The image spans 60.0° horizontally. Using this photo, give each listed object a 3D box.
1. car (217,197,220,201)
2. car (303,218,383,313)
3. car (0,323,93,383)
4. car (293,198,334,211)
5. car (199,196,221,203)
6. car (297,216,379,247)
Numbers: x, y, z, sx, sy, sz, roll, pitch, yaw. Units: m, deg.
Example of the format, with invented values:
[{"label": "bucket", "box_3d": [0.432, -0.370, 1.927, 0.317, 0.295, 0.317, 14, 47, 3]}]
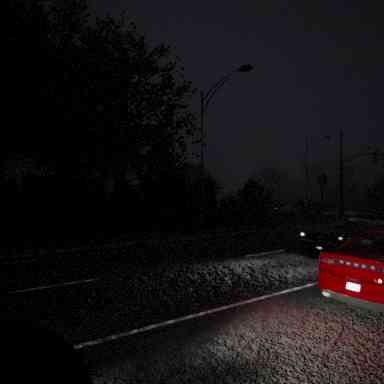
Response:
[{"label": "car", "box_3d": [3.925, 1.455, 56.649, 1.812, 1.442, 4.674, 0, 1, -32]}, {"label": "car", "box_3d": [4.783, 1.478, 7.136, 5.008, 1.535, 1.882, 0, 0, -35]}, {"label": "car", "box_3d": [-2.969, 1.492, 1.636, 4.902, 1.511, 2.128, 0, 0, -35]}, {"label": "car", "box_3d": [14.476, 1.478, 39.839, 1.882, 1.535, 5.008, 0, 0, -33]}, {"label": "car", "box_3d": [3.503, 1.450, 64.271, 1.895, 1.301, 4.718, 0, 1, -32]}, {"label": "car", "box_3d": [6.143, 1.601, 12.665, 4.718, 1.301, 1.895, 0, 0, -36]}]
